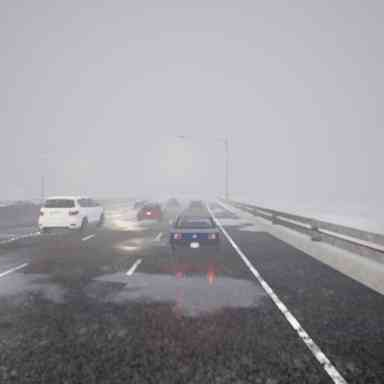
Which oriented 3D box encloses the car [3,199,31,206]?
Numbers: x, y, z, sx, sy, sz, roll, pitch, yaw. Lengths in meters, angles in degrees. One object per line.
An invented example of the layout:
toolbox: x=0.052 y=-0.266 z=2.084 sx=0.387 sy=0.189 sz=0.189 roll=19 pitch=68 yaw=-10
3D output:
car: x=-20.673 y=1.664 z=39.814 sx=1.837 sy=1.490 sz=4.892 roll=0 pitch=0 yaw=1

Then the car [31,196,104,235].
car: x=-6.824 y=1.270 z=19.456 sx=2.150 sy=2.045 sz=5.566 roll=0 pitch=0 yaw=1

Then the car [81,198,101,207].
car: x=-16.687 y=1.733 z=55.282 sx=1.994 sy=1.385 sz=4.181 roll=0 pitch=0 yaw=0

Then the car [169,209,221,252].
car: x=0.122 y=1.607 z=14.011 sx=1.895 sy=1.301 sz=4.718 roll=0 pitch=0 yaw=1

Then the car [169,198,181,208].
car: x=-2.736 y=1.604 z=50.169 sx=1.812 sy=1.442 sz=4.674 roll=0 pitch=0 yaw=2

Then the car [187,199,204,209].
car: x=0.498 y=1.531 z=39.344 sx=2.128 sy=1.511 sz=4.902 roll=0 pitch=0 yaw=1

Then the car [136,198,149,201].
car: x=-6.406 y=1.577 z=43.655 sx=2.128 sy=1.511 sz=4.902 roll=0 pitch=0 yaw=1

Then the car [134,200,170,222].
car: x=-3.221 y=1.602 z=27.152 sx=1.994 sy=1.385 sz=4.181 roll=0 pitch=0 yaw=1
